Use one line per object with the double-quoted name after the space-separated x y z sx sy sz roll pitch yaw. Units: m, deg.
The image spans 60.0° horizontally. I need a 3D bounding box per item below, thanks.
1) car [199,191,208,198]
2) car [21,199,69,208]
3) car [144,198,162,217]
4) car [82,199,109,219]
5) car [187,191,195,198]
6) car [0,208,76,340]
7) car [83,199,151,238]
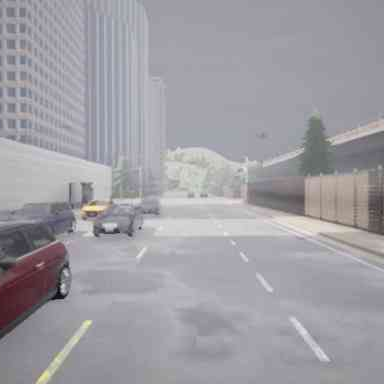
3.196 0.751 87.414 1.882 1.535 5.008 0 0 0 "car"
-7.144 1.253 15.646 2.097 1.767 4.553 0 0 0 "car"
-3.655 1.282 29.103 1.837 1.490 4.892 0 0 0 "car"
-7.159 1.291 26.317 1.882 1.535 5.008 0 1 0 "car"
-0.304 0.765 87.402 1.882 1.535 5.008 0 0 0 "car"
-3.612 1.324 5.203 2.097 1.767 4.553 0 0 0 "car"
-3.648 1.366 17.142 2.128 1.511 4.902 0 1 0 "car"
